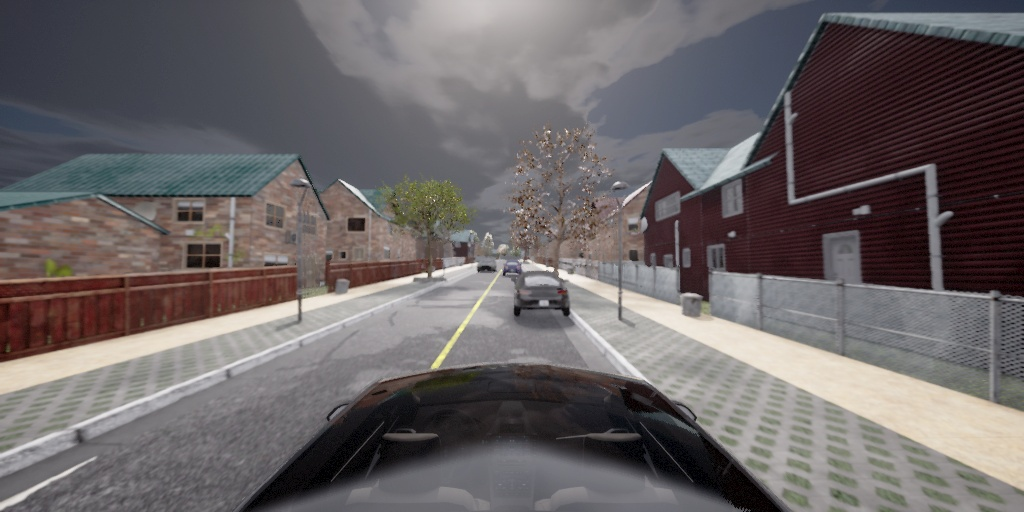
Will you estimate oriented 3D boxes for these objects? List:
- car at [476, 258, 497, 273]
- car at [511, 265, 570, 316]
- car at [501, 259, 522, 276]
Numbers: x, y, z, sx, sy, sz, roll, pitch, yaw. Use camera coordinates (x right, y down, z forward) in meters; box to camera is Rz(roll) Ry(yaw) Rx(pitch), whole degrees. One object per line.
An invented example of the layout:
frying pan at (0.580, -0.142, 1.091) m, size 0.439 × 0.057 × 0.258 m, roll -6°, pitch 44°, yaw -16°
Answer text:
car at (-2.835, 0.978, 40.992) m, size 2.097 × 1.767 × 4.553 m, roll 0°, pitch 0°, yaw 0°
car at (0.963, 1.238, 13.049) m, size 1.812 × 1.442 × 4.674 m, roll 0°, pitch 0°, yaw 0°
car at (0.040, 1.168, 35.720) m, size 1.812 × 1.442 × 4.674 m, roll 0°, pitch 0°, yaw 0°
